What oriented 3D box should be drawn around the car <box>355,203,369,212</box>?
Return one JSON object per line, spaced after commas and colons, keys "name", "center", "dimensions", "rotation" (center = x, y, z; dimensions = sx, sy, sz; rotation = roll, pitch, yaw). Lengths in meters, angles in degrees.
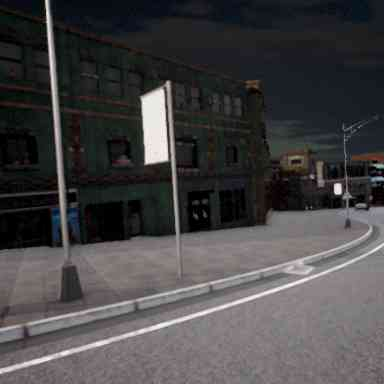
{"name": "car", "center": [29.577, 2.634, 57.910], "dimensions": [1.882, 1.535, 5.008], "rotation": [-2, -2, 33]}
